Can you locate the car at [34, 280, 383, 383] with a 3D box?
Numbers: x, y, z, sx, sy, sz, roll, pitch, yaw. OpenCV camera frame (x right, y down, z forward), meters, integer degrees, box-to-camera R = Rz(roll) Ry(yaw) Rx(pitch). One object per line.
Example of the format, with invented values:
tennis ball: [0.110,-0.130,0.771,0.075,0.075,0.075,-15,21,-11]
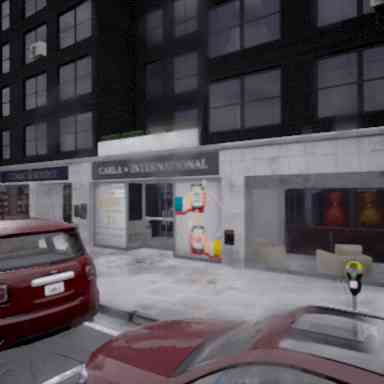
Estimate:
car: [0.867,1.587,2.460,4.206,1.307,1.802,-1,0,35]

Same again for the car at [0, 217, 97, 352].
car: [-3.746,1.372,5.746,5.009,1.841,2.192,-1,0,35]
